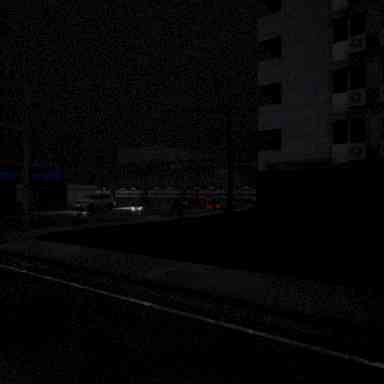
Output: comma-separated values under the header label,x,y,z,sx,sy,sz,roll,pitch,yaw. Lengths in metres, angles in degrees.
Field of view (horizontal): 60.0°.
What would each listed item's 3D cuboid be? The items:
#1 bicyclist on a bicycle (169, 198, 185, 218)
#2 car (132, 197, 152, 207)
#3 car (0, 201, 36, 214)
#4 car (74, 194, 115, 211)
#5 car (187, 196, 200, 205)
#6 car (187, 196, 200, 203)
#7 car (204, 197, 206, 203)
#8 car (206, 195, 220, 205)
label,x,y,z,sx,sy,sz,roll,pitch,yaw
bicyclist on a bicycle,-1.250,1.301,27.342,1.656,1.620,0.582,0,0,36
car,-7.851,1.491,52.127,2.128,1.511,4.902,0,0,13
car,-17.969,1.601,32.505,1.895,1.301,4.718,0,0,35
car,-12.021,1.220,41.382,2.150,2.045,5.566,0,0,28
car,0.352,1.564,59.102,1.994,1.385,4.181,0,0,4
car,0.293,1.564,67.513,1.994,1.385,4.181,0,0,-8
car,3.835,1.352,67.370,2.097,1.767,4.553,0,0,-8
car,3.825,1.526,58.512,1.812,1.442,4.674,0,0,4
